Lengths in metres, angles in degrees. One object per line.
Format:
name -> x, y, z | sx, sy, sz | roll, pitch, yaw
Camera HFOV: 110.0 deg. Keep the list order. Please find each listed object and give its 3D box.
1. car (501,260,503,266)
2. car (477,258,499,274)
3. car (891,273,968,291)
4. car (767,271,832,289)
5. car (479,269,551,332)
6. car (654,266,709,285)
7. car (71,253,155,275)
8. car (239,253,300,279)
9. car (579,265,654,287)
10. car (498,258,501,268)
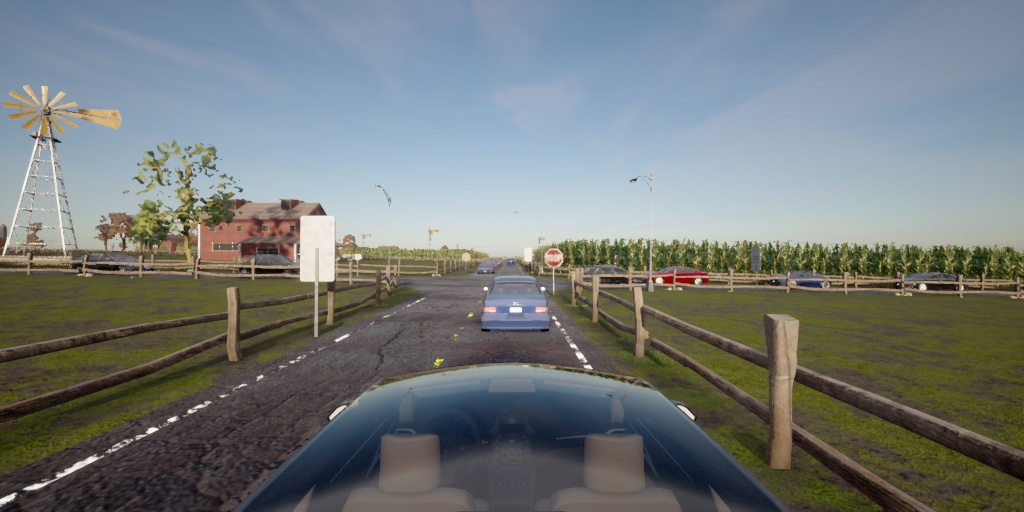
car -> -2.949, 1.146, 61.512 | 2.097, 1.767, 4.553 | 0, 0, 0
car -> -2.933, 1.318, 41.863 | 2.033, 1.411, 5.357 | 0, 0, 0
car -> 33.469, 2.085, 28.804 | 4.892, 1.490, 1.837 | 1, -1, 0
car -> 23.070, 1.905, 28.878 | 4.181, 1.385, 1.994 | 1, -1, 0
car -> 0.081, 1.300, 10.851 | 2.033, 1.411, 5.357 | 0, 0, 0
car -> 13.143, 1.588, 28.930 | 5.008, 1.535, 1.882 | 1, -1, 0
car -> -29.037, 0.579, 26.232 | 4.902, 1.511, 2.128 | 2, -1, 0
car -> -17.096, 0.723, 26.162 | 4.553, 1.767, 2.097 | 1, -1, 0
car -> 7.324, 1.447, 26.013 | 4.892, 1.490, 1.837 | 1, -1, 0
car -> -2.949, 1.307, 51.501 | 1.812, 1.442, 4.674 | 0, 0, 0
